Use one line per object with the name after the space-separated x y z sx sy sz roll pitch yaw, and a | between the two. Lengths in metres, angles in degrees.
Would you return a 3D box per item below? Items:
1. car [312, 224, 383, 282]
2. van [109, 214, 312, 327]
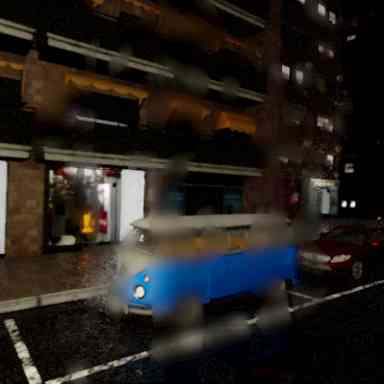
4.937 1.663 10.035 4.206 1.307 1.802 1 1 -36 | car
0.429 1.376 6.806 3.998 1.788 1.690 1 1 -36 | van
